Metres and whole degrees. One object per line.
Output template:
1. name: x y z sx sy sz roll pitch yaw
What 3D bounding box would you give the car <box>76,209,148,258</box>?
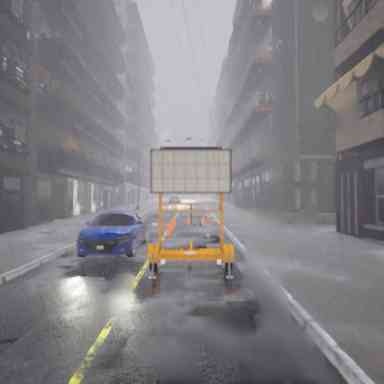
1. car: -2.876 1.454 12.880 1.882 1.535 5.008 0 0 0

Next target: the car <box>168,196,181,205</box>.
1. car: -2.943 1.423 55.991 1.812 1.442 4.674 0 0 0

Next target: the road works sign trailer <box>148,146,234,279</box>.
1. road works sign trailer: -0.028 0.446 9.997 2.380 3.560 2.880 0 0 0
